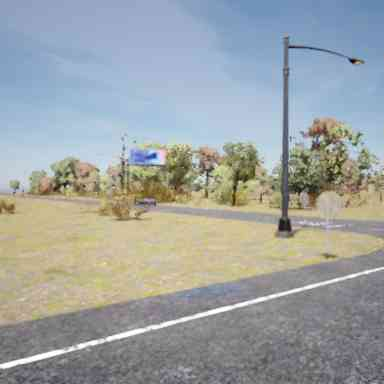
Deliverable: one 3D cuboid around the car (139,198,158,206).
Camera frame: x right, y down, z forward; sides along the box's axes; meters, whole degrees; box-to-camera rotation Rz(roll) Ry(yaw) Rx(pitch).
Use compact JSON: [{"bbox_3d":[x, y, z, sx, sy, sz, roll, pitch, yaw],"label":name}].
[{"bbox_3d":[-7.691,1.719,57.126,1.895,1.301,4.718,1,0,-33],"label":"car"}]
